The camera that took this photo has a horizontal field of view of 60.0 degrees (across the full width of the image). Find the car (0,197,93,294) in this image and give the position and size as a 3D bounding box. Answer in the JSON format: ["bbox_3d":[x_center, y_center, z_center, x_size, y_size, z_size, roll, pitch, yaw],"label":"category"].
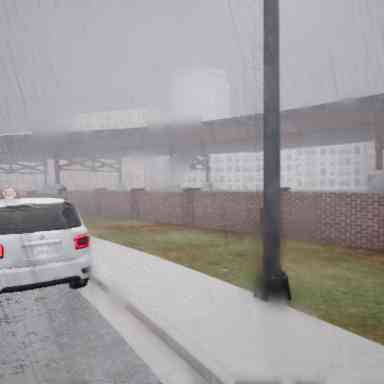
[{"bbox_3d":[-4.231,1.151,8.194,2.150,2.045,5.566,-2,1,-35],"label":"car"}]
